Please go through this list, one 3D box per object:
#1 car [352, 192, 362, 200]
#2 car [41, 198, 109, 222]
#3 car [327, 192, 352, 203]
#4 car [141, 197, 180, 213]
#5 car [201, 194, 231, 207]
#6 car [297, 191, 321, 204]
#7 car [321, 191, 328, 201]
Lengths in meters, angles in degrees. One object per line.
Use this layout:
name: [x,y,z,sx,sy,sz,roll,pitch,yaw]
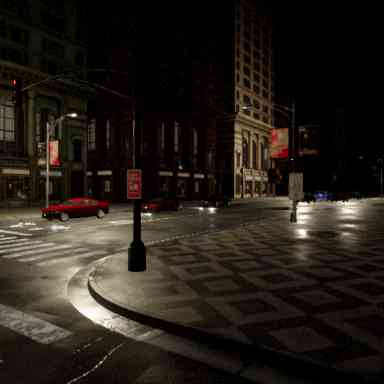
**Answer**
car: [29.524,0.677,60.429,1.812,1.442,4.674,0,1,35]
car: [-8.379,1.231,24.233,1.882,1.535,5.008,0,1,35]
car: [22.370,0.835,50.351,1.812,1.442,4.674,0,1,36]
car: [-3.014,1.199,31.783,1.994,1.385,4.181,0,1,36]
car: [3.020,1.009,40.268,1.837,1.490,4.892,0,1,35]
car: [16.189,0.862,47.265,2.128,1.511,4.902,0,1,35]
car: [22.030,0.594,55.492,2.097,1.767,4.553,0,1,36]
